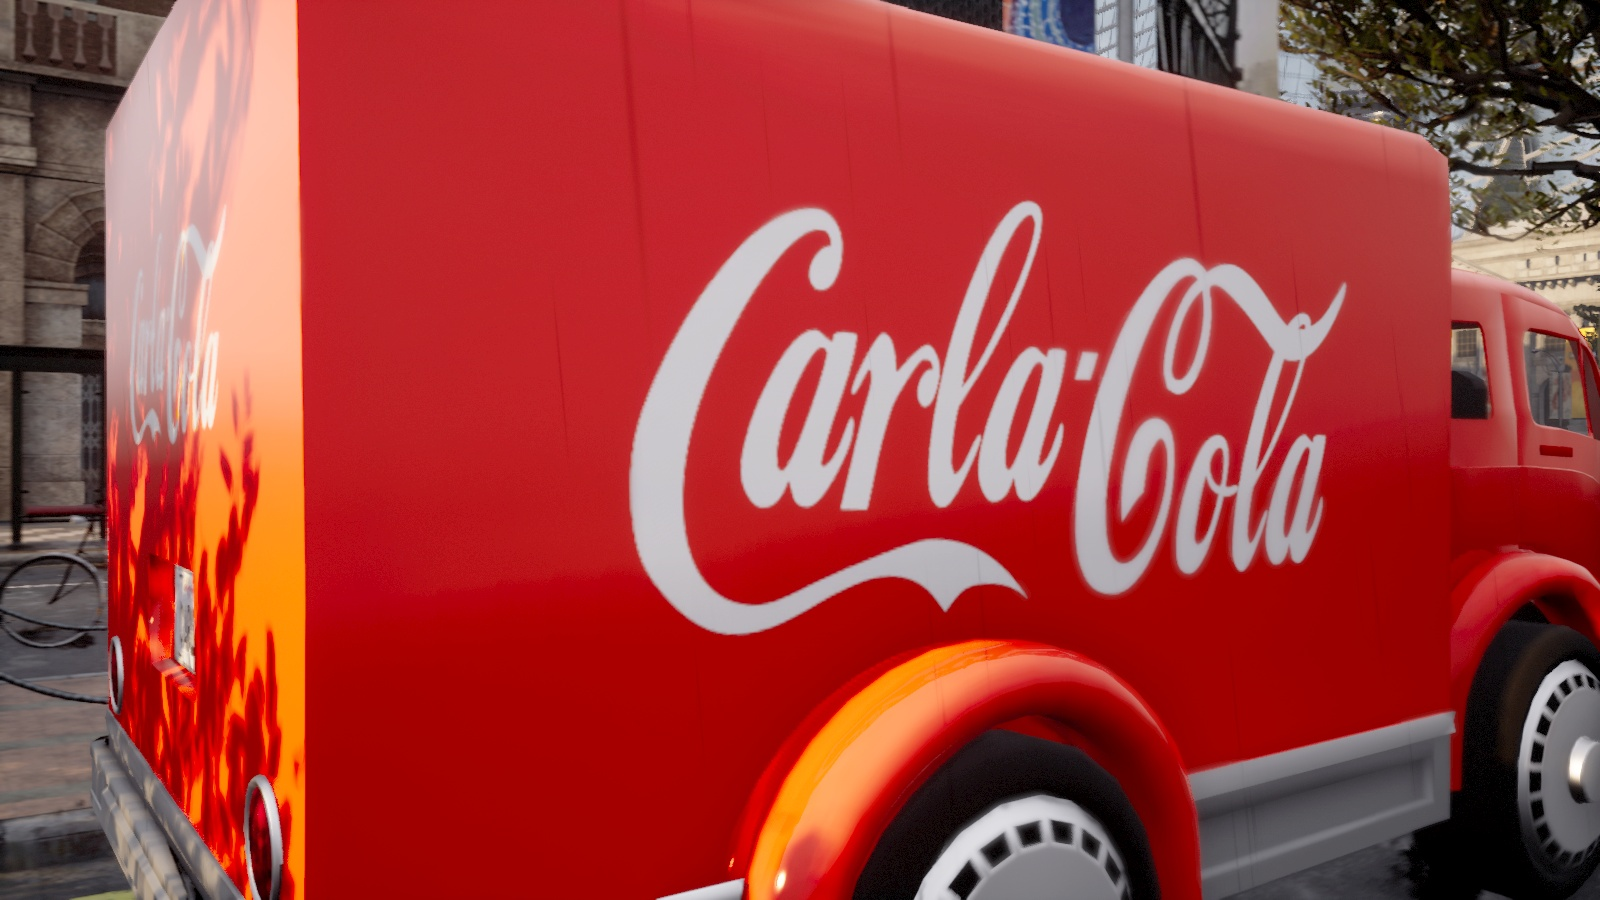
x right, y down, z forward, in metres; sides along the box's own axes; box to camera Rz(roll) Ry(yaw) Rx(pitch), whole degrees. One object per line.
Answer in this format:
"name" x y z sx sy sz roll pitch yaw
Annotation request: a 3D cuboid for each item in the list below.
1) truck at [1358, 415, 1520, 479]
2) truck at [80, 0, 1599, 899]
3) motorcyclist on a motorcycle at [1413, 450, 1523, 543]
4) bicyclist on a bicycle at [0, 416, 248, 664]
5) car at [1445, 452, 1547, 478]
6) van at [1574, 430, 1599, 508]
"truck" 36.811 -0.137 72.651 2.891 3.462 7.936 0 0 -35
"truck" 0.731 0.267 4.170 5.204 2.467 2.627 0 0 -35
"motorcyclist on a motorcycle" 11.357 0.755 21.323 2.044 1.523 0.797 0 0 -35
"bicyclist on a bicycle" -5.326 0.650 9.696 1.843 1.776 0.659 0 0 -35
"car" 40.589 0.843 73.348 1.837 1.490 4.892 0 0 -35
"van" 22.906 0.502 33.636 4.480 2.038 2.069 0 0 -35
